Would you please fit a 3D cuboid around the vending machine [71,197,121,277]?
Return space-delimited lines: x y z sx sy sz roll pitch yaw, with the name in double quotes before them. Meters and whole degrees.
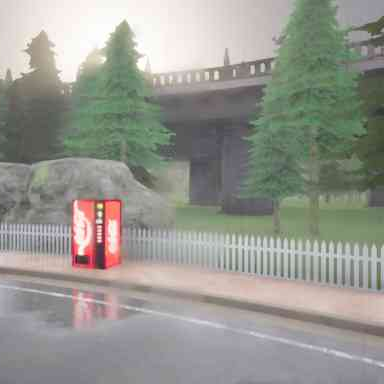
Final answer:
"vending machine" -2.709 1.195 9.494 0.880 2.100 1.100 0 0 23
